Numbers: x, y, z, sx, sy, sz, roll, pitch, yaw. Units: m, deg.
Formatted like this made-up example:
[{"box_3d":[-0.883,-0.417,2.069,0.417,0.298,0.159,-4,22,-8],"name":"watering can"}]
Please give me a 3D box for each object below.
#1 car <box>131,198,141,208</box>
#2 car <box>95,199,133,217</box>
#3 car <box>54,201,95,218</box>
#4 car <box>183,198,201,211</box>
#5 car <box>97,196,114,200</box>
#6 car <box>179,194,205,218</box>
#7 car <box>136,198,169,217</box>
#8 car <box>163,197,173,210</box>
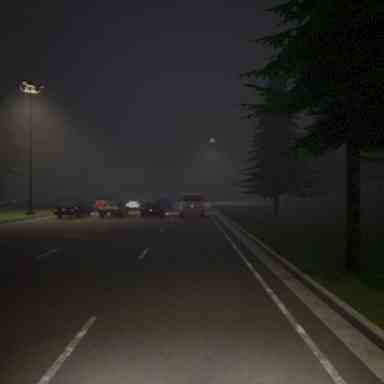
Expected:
[{"box_3d":[-6.984,1.470,41.612,1.812,1.442,4.674,0,0,0],"name":"car"},{"box_3d":[-6.998,1.560,30.188,1.895,1.301,4.718,0,0,0],"name":"car"},{"box_3d":[-10.498,1.508,29.741,2.033,1.411,5.357,0,0,0],"name":"car"},{"box_3d":[0.009,1.493,40.951,2.033,1.411,5.357,0,0,0],"name":"car"},{"box_3d":[-10.486,1.296,41.240,2.097,1.767,4.553,0,0,0],"name":"car"},{"box_3d":[0.002,1.182,29.770,2.150,2.045,5.566,0,0,0],"name":"car"},{"box_3d":[-3.497,1.524,30.232,1.994,1.385,4.181,0,0,0],"name":"car"},{"box_3d":[-3.481,1.421,41.924,1.882,1.535,5.008,0,0,0],"name":"car"}]
